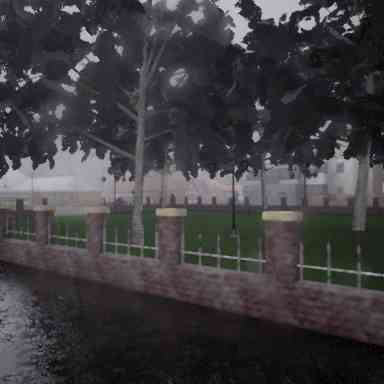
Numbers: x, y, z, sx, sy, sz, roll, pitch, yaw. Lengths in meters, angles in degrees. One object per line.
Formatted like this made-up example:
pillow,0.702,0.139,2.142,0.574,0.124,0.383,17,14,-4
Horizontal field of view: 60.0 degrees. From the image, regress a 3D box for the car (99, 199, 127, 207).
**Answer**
car,-12.613,1.866,53.342,1.882,1.535,5.008,-1,-1,36
